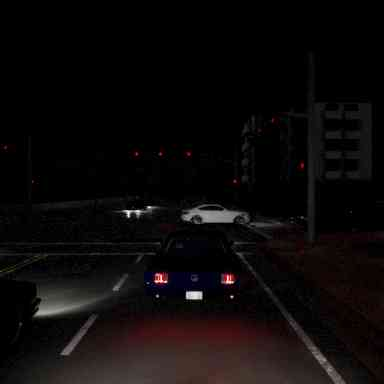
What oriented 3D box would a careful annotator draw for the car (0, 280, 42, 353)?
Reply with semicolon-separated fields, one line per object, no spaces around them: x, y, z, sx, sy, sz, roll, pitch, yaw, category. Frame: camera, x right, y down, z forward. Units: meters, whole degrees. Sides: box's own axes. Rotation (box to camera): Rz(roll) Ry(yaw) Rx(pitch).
-3.452;1.547;3.087;2.033;1.411;5.357;0;0;0;car

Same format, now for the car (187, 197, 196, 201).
-0.147;1.601;67.360;1.895;1.301;4.718;0;0;0;car

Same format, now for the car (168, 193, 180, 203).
-3.647;1.221;67.338;2.150;2.045;5.566;0;0;0;car

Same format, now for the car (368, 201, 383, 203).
15.001;1.505;27.013;4.892;1.490;1.837;0;0;-2;car

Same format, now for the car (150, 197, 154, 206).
-7.195;1.505;53.446;1.837;1.490;4.892;0;0;0;car

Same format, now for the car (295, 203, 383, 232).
8.943;1.547;19.607;5.357;1.411;2.033;0;0;-3;car

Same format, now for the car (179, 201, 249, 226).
1.572;1.526;22.804;4.674;1.442;1.812;0;0;-2;car

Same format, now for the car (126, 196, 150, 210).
-7.178;1.547;43.300;2.033;1.411;5.357;0;0;0;car

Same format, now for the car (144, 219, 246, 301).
0.114;1.601;8.291;1.895;1.301;4.718;0;0;2;car
